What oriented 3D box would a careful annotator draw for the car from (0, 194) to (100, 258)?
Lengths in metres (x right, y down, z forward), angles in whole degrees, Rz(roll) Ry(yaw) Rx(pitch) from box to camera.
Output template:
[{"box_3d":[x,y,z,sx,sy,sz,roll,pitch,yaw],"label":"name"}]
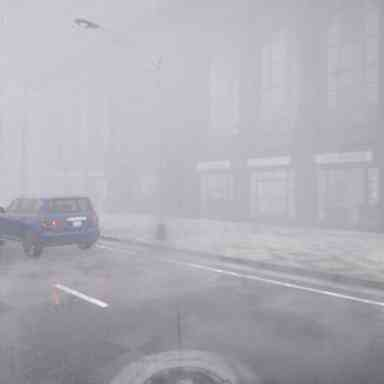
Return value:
[{"box_3d":[-5.693,1.116,12.607,5.566,2.045,2.150,0,1,43],"label":"car"}]
